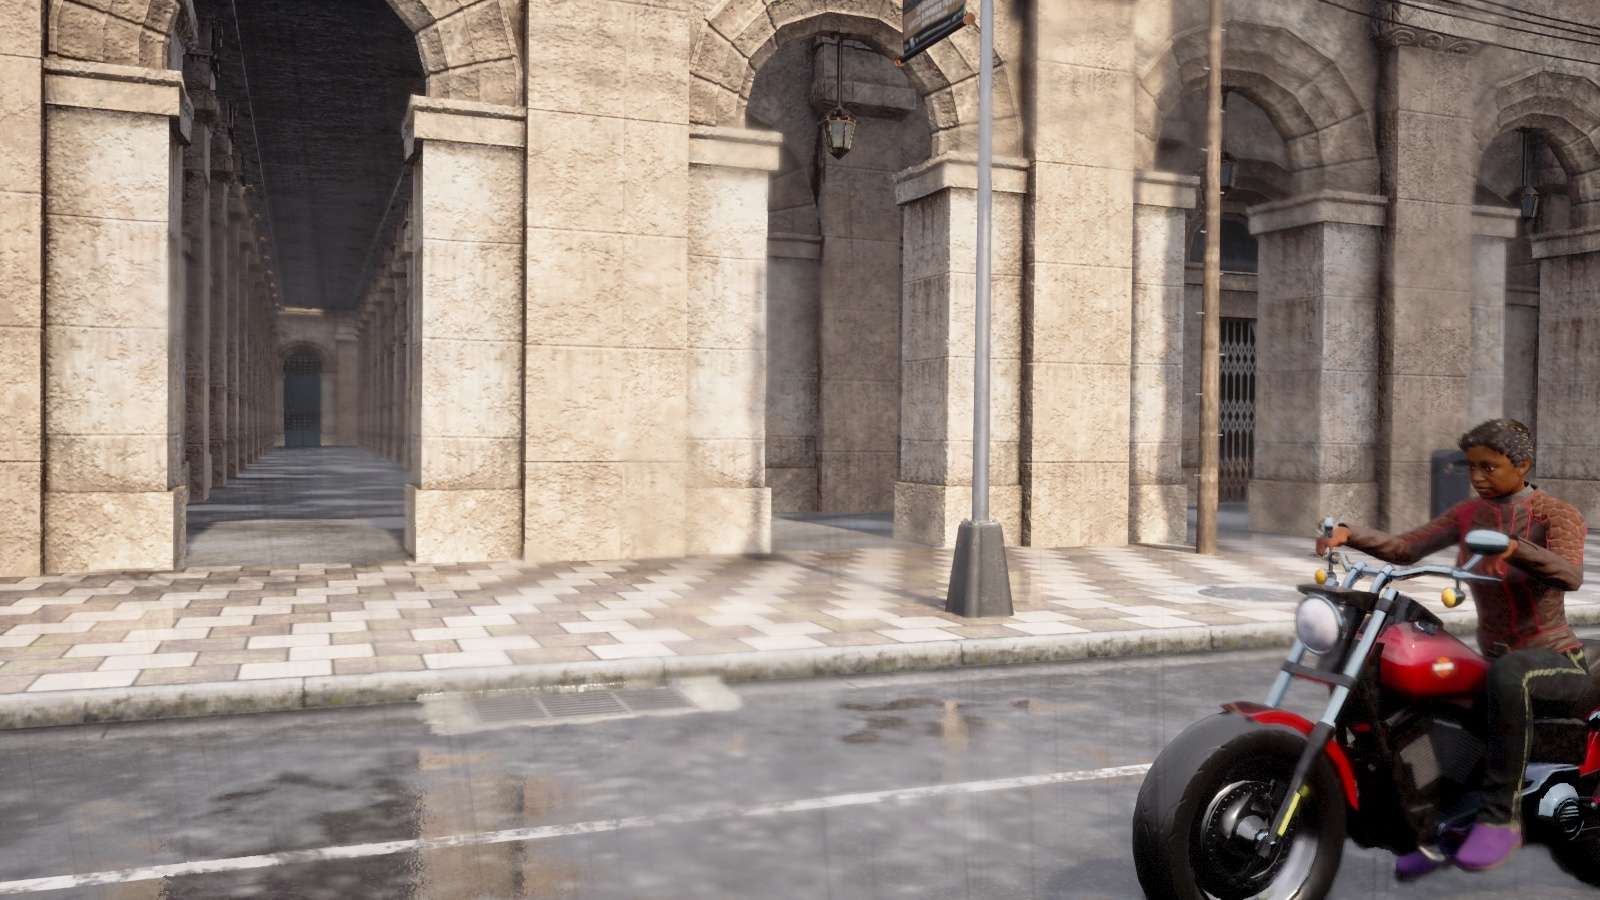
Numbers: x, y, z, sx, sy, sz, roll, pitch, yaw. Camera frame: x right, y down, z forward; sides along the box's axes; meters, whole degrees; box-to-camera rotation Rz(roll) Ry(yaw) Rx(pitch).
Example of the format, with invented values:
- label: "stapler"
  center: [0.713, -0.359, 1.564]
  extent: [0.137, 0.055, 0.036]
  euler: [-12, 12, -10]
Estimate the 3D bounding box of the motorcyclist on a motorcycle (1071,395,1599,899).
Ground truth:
- label: "motorcyclist on a motorcycle"
  center: [2.107, 0.660, 4.062]
  extent: [2.350, 1.649, 0.766]
  euler: [-1, 1, -21]
